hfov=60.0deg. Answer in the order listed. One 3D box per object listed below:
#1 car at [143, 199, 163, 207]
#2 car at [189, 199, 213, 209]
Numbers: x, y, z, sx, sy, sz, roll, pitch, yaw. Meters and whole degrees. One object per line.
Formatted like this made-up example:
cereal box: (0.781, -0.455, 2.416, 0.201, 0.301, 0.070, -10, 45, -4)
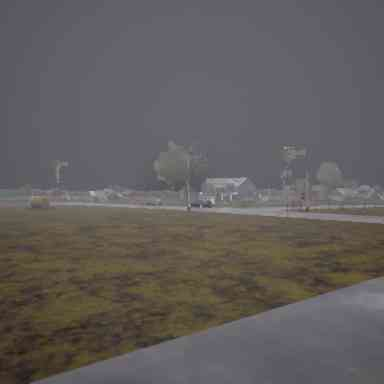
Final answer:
car: (-7.477, 2.083, 64.081, 2.033, 1.411, 5.357, 0, -1, -36)
car: (1.262, 1.837, 51.888, 1.837, 1.490, 4.892, 0, 0, -36)
